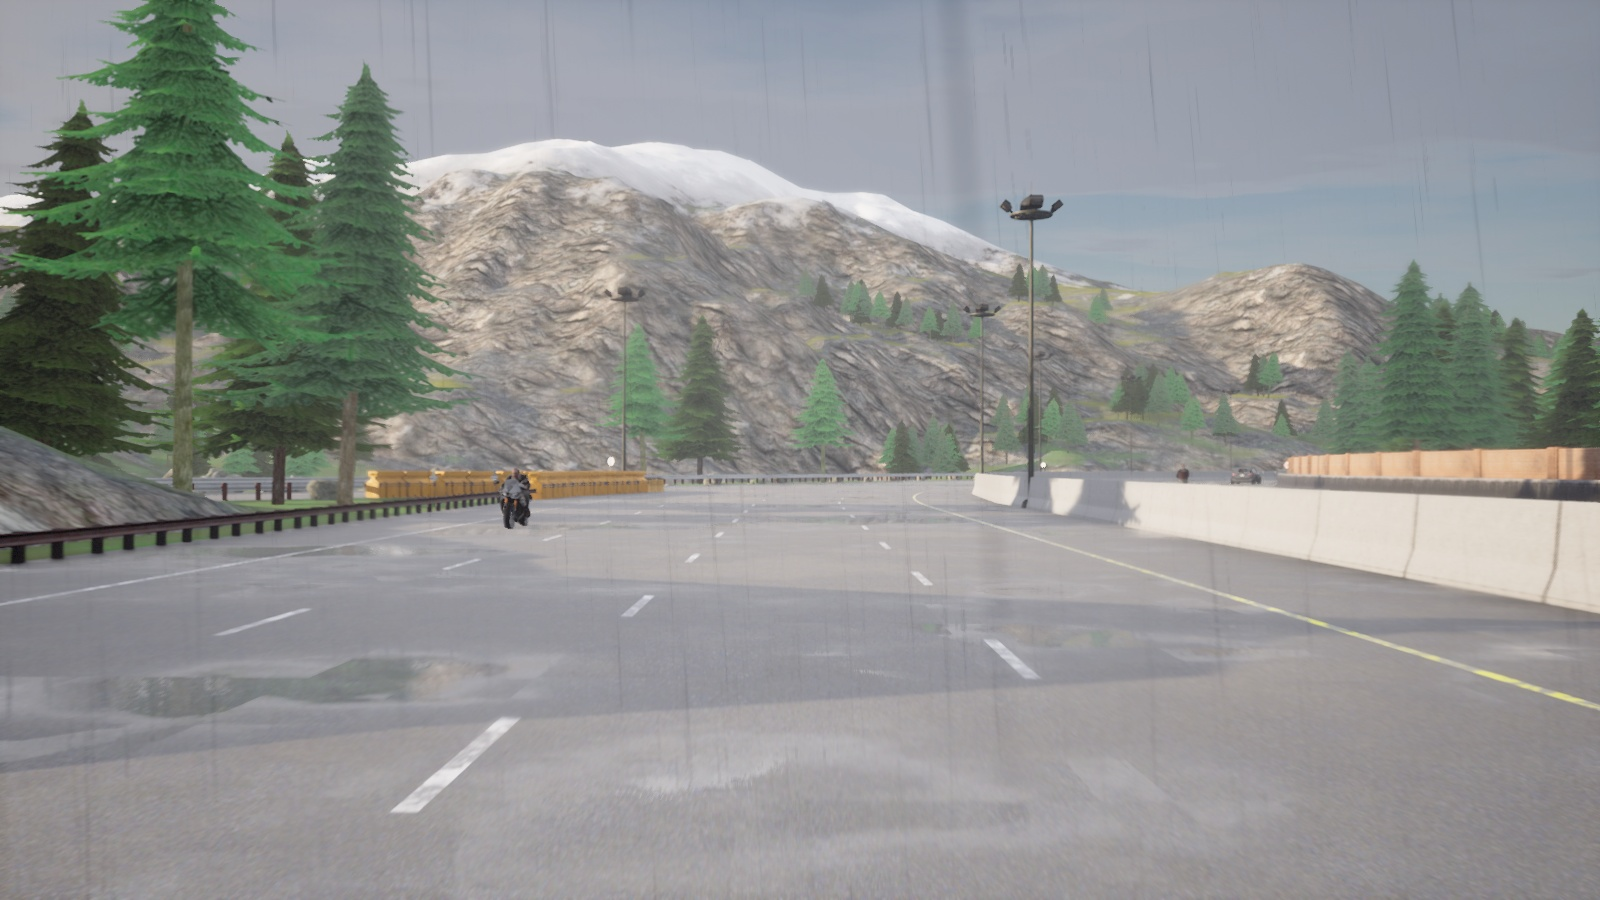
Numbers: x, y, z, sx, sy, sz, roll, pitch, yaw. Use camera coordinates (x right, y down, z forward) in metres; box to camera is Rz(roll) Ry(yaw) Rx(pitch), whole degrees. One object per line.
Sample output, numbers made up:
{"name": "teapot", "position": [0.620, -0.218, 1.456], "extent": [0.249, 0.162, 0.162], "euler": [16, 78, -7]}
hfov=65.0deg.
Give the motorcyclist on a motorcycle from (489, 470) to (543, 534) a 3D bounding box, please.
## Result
{"name": "motorcyclist on a motorcycle", "position": [-7.074, 1.282, 31.398], "extent": [0.866, 1.530, 2.191], "euler": [0, -1, 0]}
